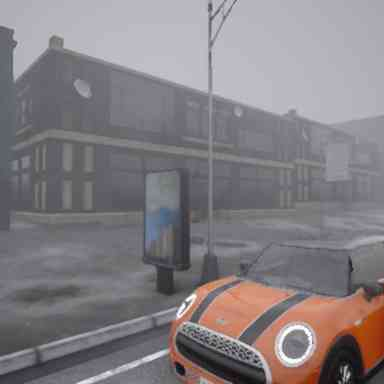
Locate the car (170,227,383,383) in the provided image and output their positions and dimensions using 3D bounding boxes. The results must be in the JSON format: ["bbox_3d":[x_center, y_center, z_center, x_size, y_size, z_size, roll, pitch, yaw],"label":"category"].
[{"bbox_3d":[1.854,1.489,5.011,4.553,1.767,2.097,1,-2,-42],"label":"car"}]
